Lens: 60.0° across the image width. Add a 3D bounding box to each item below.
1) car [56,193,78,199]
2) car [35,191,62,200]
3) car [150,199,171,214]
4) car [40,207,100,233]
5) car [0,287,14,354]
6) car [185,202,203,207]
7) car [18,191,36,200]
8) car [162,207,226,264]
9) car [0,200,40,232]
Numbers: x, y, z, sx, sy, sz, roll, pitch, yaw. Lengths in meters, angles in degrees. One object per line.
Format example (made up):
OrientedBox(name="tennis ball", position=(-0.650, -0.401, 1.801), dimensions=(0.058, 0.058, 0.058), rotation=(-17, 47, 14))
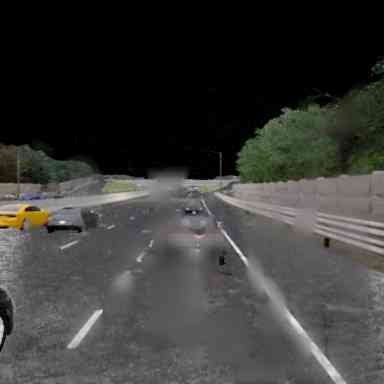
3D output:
OrientedBox(name="car", position=(-20.700, 1.283, 57.075), dimensions=(2.033, 1.411, 5.357), rotation=(0, 1, 1))
OrientedBox(name="car", position=(-24.193, 0.950, 57.463), dimensions=(2.150, 2.045, 5.566), rotation=(0, 1, 1))
OrientedBox(name="car", position=(-3.373, 1.501, 35.377), dimensions=(1.837, 1.490, 4.892), rotation=(0, 0, 0))
OrientedBox(name="car", position=(-6.860, 1.570, 19.615), dimensions=(1.994, 1.385, 4.181), rotation=(0, 0, 0))
OrientedBox(name="car", position=(-3.500, 1.507, 2.883), dimensions=(1.837, 1.490, 4.892), rotation=(0, 0, 0))
OrientedBox(name="car", position=(0.212, 1.603, 33.173), dimensions=(1.895, 1.301, 4.718), rotation=(0, 0, 0))
OrientedBox(name="car", position=(-27.684, 0.950, 57.498), dimensions=(2.150, 2.045, 5.566), rotation=(0, 1, 1))
OrientedBox(name="car", position=(0.115, 1.496, 11.777), dimensions=(2.128, 1.511, 4.902), rotation=(0, 0, 0))
OrientedBox(name="car", position=(-10.357, 1.483, 20.310), dimensions=(1.882, 1.535, 5.008), rotation=(0, 0, 0))
